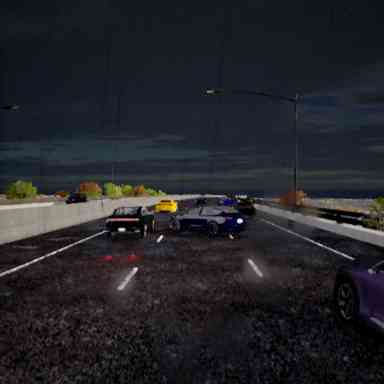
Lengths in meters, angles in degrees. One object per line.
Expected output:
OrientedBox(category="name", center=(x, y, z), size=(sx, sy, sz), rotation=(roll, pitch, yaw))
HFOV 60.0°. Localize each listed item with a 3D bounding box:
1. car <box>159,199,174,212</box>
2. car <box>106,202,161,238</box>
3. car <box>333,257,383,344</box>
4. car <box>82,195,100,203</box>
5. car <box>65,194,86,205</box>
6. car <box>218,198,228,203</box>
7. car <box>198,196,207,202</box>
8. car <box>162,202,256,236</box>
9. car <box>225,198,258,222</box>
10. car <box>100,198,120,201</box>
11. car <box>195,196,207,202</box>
OrientedBox(category="car", center=(-2.690, 1.496, 35.963), size=(1.882, 1.535, 5.008), rotation=(0, 0, 2))
OrientedBox(category="car", center=(-3.143, 1.492, 17.582), size=(2.128, 1.511, 4.902), rotation=(0, 0, 1))
OrientedBox(category="car", center=(3.541, 1.428, 4.161), size=(2.033, 1.649, 4.856), rotation=(0, 0, 1))
OrientedBox(category="car", center=(-16.170, 1.655, 55.757), size=(1.895, 1.301, 4.718), rotation=(0, 0, 3))
OrientedBox(category="car", center=(-19.624, 1.278, 56.706), size=(2.150, 2.045, 5.566), rotation=(0, 0, 3))
OrientedBox(category="car", center=(4.233, 1.498, 36.921), size=(1.882, 1.535, 5.008), rotation=(0, 0, 2))
OrientedBox(category="car", center=(2.481, 1.621, 78.166), size=(2.128, 1.511, 4.902), rotation=(0, 0, 3))
OrientedBox(category="car", center=(0.821, 1.505, 18.492), size=(2.163, 1.488, 4.792), rotation=(0, 0, -43))
OrientedBox(category="car", center=(3.933, 1.511, 26.003), size=(1.837, 1.490, 4.892), rotation=(0, 0, 1))
OrientedBox(category="car", center=(-12.741, 1.598, 54.086), size=(2.033, 1.411, 5.357), rotation=(0, 0, 3))
OrientedBox(category="car", center=(1.664, 1.637, 61.080), size=(1.994, 1.385, 4.181), rotation=(0, 0, 3))
